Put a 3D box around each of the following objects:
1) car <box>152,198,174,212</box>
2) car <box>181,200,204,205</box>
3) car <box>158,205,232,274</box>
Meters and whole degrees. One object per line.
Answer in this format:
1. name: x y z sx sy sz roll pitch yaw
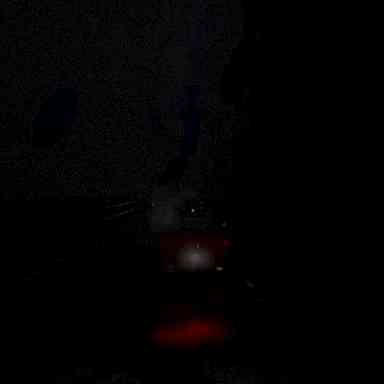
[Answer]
1. car: -2.862 1.296 33.510 1.895 1.301 4.718 0 1 0
2. car: 0.074 1.320 27.254 1.994 1.385 4.181 0 1 0
3. car: 0.076 1.386 10.328 1.882 1.535 5.008 0 0 0
